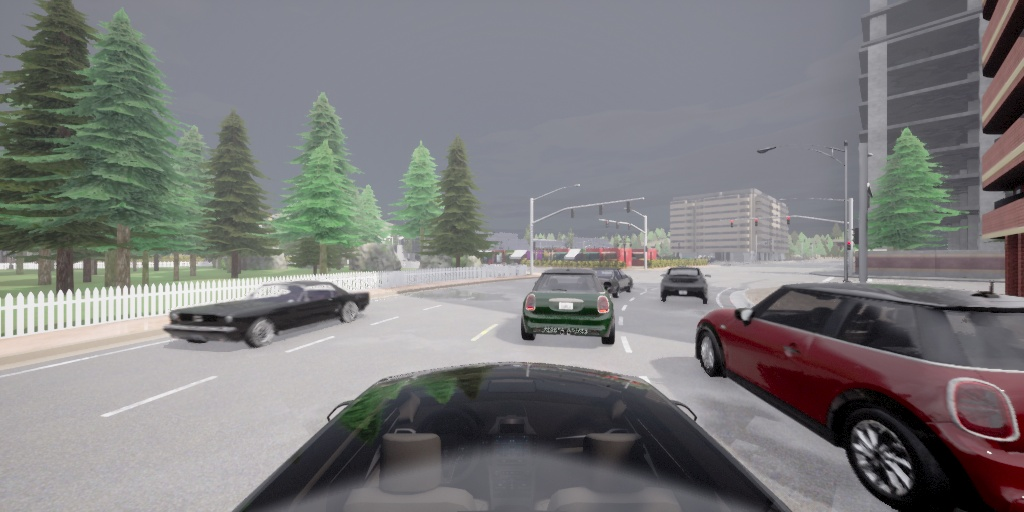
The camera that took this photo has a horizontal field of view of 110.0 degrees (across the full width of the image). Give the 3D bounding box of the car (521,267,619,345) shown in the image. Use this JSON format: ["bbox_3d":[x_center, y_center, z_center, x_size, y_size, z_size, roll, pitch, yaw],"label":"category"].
[{"bbox_3d":[1.635,1.102,9.842,2.097,1.767,4.553,0,0,13],"label":"car"}]

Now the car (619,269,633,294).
[{"bbox_3d":[4.909,1.298,18.585,2.033,1.411,5.357,0,0,29],"label":"car"}]

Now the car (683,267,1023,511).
[{"bbox_3d":[4.120,1.101,4.402,2.097,1.767,4.553,0,0,5],"label":"car"}]

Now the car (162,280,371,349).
[{"bbox_3d":[-5.926,1.351,9.457,1.895,1.301,4.718,0,0,13],"label":"car"}]

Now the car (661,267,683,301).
[{"bbox_3d":[8.191,1.256,16.955,1.837,1.490,4.892,0,0,28],"label":"car"}]
